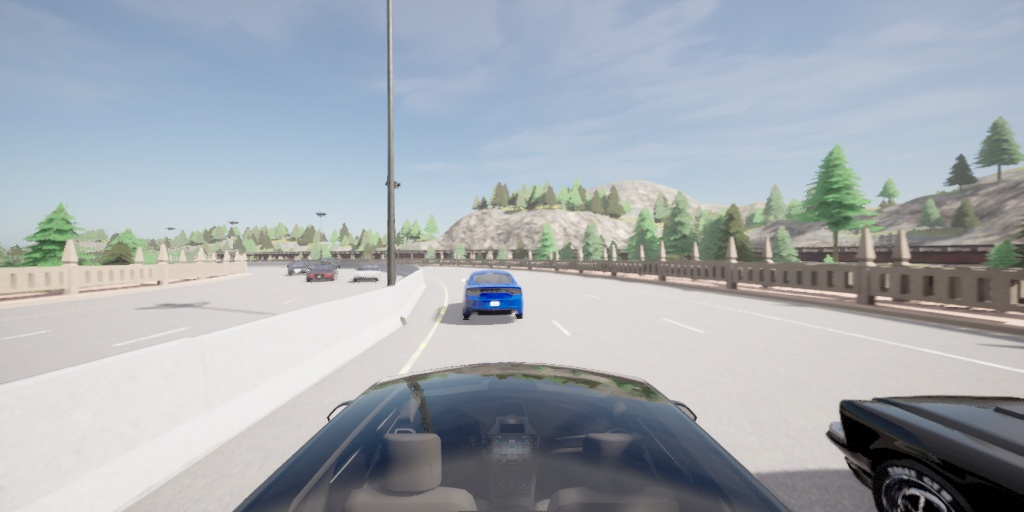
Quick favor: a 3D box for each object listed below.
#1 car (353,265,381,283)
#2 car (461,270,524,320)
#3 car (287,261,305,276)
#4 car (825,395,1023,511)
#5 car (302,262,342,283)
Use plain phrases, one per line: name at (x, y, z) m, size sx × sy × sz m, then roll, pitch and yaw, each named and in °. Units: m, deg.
car at (-11.607, 1.430, 28.937) m, size 1.895 × 1.301 × 4.718 m, roll 0°, pitch 0°, yaw -18°
car at (-0.772, 1.227, 12.795) m, size 1.882 × 1.535 × 5.008 m, roll 0°, pitch 0°, yaw -6°
car at (-24.003, 1.455, 40.349) m, size 2.128 × 1.511 × 4.902 m, roll 0°, pitch 0°, yaw -28°
car at (3.487, 1.337, 0.745) m, size 1.895 × 1.301 × 4.718 m, roll 0°, pitch 0°, yaw 0°
car at (-15.561, 1.424, 29.607) m, size 1.994 × 1.385 × 4.181 m, roll 0°, pitch 0°, yaw -20°
